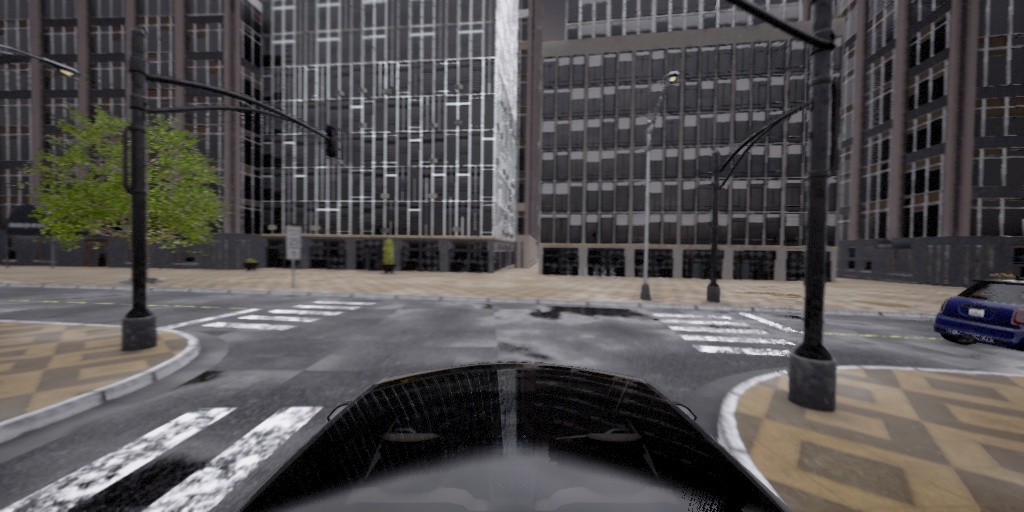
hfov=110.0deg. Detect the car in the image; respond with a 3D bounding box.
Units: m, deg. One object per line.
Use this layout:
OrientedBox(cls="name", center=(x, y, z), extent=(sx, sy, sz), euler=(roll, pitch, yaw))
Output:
OrientedBox(cls="car", center=(12.335, 1.299, 7.548), extent=(4.553, 1.767, 2.097), euler=(1, 1, 10))
